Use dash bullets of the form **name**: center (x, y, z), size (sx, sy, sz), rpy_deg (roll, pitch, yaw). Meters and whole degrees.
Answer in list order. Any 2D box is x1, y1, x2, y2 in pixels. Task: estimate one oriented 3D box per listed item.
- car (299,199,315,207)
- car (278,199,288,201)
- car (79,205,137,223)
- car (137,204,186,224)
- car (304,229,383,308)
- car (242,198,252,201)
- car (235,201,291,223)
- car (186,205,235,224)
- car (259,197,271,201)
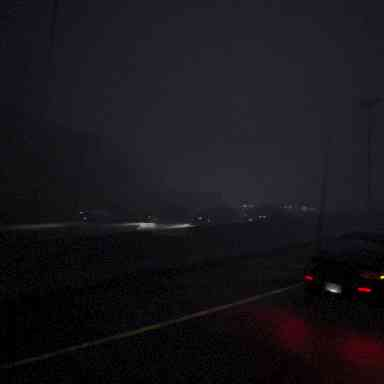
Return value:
- **car**: center (21.177, 2.011, 61.392), size (1.895, 1.301, 4.718), rpy_deg (0, 0, 6)
- **car**: center (17.840, 2.027, 64.761), size (1.895, 1.301, 4.718), rpy_deg (0, 0, 2)
- **car**: center (-6.382, 1.672, 26.312), size (1.895, 1.301, 4.718), rpy_deg (0, 0, 45)
- **car**: center (-1.849, 1.661, 26.118), size (1.994, 1.385, 4.181), rpy_deg (0, 0, 42)
- **car**: center (4.333, 1.582, 7.541), size (4.674, 1.442, 1.812), rpy_deg (0, 0, -40)
- **car**: center (10.848, 1.888, 65.088), size (2.033, 1.411, 5.357), rpy_deg (0, 0, 2)
- **car**: center (5.457, 1.622, 23.902), size (2.128, 1.511, 4.902), rpy_deg (0, 0, 39)
- **car**: center (1.861, 1.679, 25.069), size (1.994, 1.385, 4.181), rpy_deg (0, 0, 40)
- **car**: center (14.380, 1.776, 65.952), size (1.837, 1.490, 4.892), rpy_deg (0, 0, 1)
